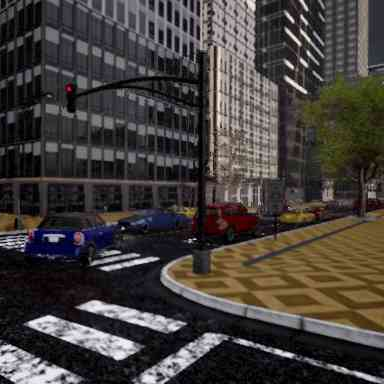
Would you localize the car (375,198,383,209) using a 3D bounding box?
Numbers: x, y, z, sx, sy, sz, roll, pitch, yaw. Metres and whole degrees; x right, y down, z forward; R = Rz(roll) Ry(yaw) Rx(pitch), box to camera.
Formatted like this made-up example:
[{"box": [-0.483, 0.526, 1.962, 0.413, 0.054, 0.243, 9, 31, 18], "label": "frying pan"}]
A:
[{"box": [32.129, 2.022, 58.895, 2.192, 1.841, 5.009, 0, 0, 36], "label": "car"}]

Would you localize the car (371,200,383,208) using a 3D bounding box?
[{"box": [35.481, 2.297, 63.429, 1.887, 1.381, 4.507, 0, 0, 36], "label": "car"}]

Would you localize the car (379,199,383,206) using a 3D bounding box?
[{"box": [42.188, 2.283, 72.499, 1.967, 1.590, 4.097, 0, 0, 36], "label": "car"}]

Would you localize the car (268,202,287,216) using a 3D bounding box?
[{"box": [9.034, 1.754, 37.367, 2.097, 1.767, 4.553, 1, 0, 37], "label": "car"}]

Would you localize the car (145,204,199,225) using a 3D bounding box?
[{"box": [-1.541, 1.782, 27.457, 1.752, 1.417, 4.829, 0, 0, 36], "label": "car"}]

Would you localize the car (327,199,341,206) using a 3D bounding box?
[{"box": [28.729, 2.263, 68.392, 1.802, 1.307, 4.206, 0, 0, 36], "label": "car"}]

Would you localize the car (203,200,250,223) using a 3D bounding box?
[{"box": [3.123, 1.669, 29.388, 2.097, 1.767, 4.553, 1, 0, 37], "label": "car"}]

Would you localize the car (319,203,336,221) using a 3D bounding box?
[{"box": [12.007, 2.009, 31.683, 1.802, 1.307, 4.206, 0, 0, 36], "label": "car"}]

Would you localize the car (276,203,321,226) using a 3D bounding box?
[{"box": [8.755, 1.906, 27.285, 1.752, 1.417, 4.829, 0, 0, 36], "label": "car"}]

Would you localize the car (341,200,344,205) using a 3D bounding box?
[{"box": [32.081, 2.277, 72.926, 2.008, 1.369, 4.403, 0, 0, 36], "label": "car"}]

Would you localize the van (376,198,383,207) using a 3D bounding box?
[{"box": [38.835, 2.139, 67.965, 1.690, 1.788, 3.998, 0, 0, 36], "label": "van"}]

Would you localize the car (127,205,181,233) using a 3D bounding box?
[{"box": [-2.503, 1.782, 21.783, 2.033, 1.411, 5.357, 1, 0, 37], "label": "car"}]

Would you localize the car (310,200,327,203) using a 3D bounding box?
[{"box": [21.924, 2.114, 59.189, 1.752, 1.417, 4.829, 0, 0, 36], "label": "car"}]

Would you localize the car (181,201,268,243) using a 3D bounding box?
[{"box": [1.948, 1.596, 18.080, 2.192, 1.841, 5.009, 0, -1, 36], "label": "car"}]

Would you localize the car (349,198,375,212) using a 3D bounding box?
[{"box": [25.422, 1.931, 49.825, 2.192, 1.841, 5.009, 0, 0, 36], "label": "car"}]

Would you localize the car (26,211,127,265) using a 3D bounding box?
[{"box": [-4.287, 1.550, 12.820, 2.097, 1.767, 4.553, 1, 0, 4], "label": "car"}]

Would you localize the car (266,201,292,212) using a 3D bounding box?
[{"box": [11.969, 2.017, 45.726, 1.947, 1.339, 4.313, 0, 0, 36], "label": "car"}]
